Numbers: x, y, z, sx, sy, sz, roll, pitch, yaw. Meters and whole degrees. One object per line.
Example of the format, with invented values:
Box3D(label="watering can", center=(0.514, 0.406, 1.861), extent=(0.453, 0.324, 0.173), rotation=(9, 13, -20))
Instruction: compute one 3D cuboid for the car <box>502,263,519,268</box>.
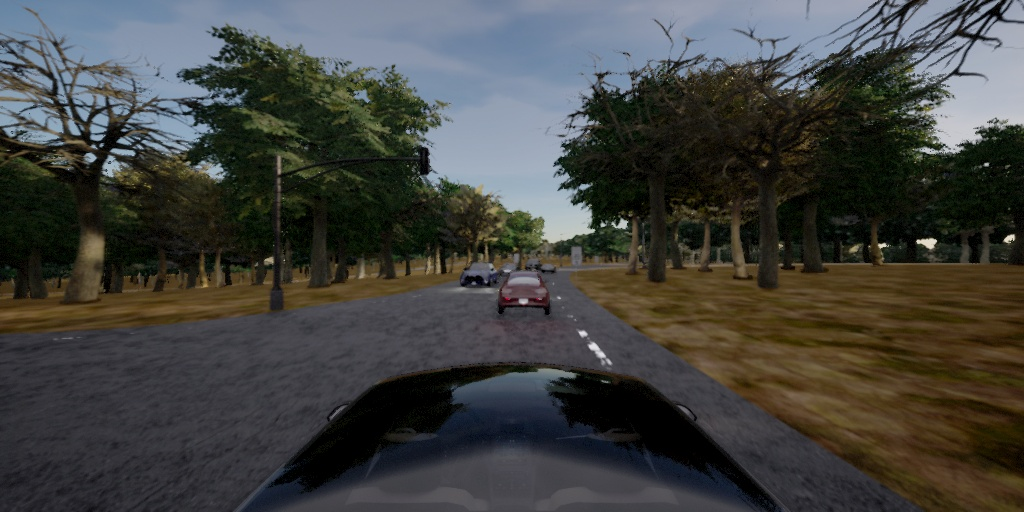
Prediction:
Box3D(label="car", center=(-0.242, 1.556, 41.541), extent=(2.128, 1.511, 4.902), rotation=(0, 0, 10))

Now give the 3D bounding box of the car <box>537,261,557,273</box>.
Box3D(label="car", center=(5.306, 1.765, 52.037), extent=(1.994, 1.385, 4.181), rotation=(0, -1, 13))

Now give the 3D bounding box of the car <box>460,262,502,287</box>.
Box3D(label="car", center=(-2.289, 1.251, 25.888), extent=(2.097, 1.767, 4.553), rotation=(0, -1, 6))

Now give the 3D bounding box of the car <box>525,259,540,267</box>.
Box3D(label="car", center=(3.641, 1.507, 60.631), extent=(2.150, 2.045, 5.566), rotation=(0, -1, 14))

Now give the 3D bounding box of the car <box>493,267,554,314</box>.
Box3D(label="car", center=(0.491, 1.319, 13.991), extent=(1.812, 1.442, 4.674), rotation=(0, 0, 3))
